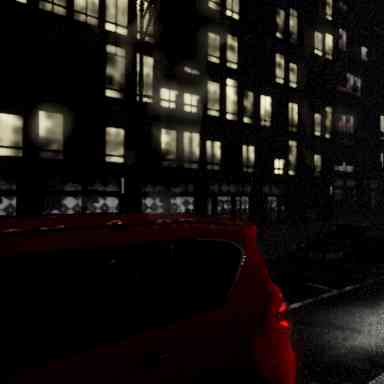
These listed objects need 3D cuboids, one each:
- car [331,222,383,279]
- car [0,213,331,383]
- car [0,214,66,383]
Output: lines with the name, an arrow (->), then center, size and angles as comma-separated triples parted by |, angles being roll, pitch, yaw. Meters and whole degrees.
car -> 4.747, 1.587, 10.024 | 4.206, 1.307, 1.802 | 0, 1, -36
car -> -1.685, 1.228, 2.162 | 5.566, 2.045, 2.150 | 0, 0, -36
car -> -4.227, 1.325, 3.501 | 5.009, 1.841, 2.192 | 0, 1, -36
